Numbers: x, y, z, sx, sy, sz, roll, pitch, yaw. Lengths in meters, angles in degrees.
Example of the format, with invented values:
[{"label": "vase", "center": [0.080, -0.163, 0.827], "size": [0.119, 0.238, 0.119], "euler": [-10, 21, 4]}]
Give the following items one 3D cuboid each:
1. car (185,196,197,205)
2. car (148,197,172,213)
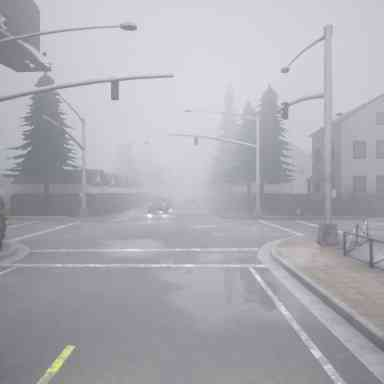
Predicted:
[{"label": "car", "center": [-0.121, 1.498, 59.258], "size": [2.128, 1.511, 4.902], "euler": [0, 0, 0]}, {"label": "car", "center": [-3.674, 1.356, 37.055], "size": [2.097, 1.767, 4.553], "euler": [0, 0, 0]}]
